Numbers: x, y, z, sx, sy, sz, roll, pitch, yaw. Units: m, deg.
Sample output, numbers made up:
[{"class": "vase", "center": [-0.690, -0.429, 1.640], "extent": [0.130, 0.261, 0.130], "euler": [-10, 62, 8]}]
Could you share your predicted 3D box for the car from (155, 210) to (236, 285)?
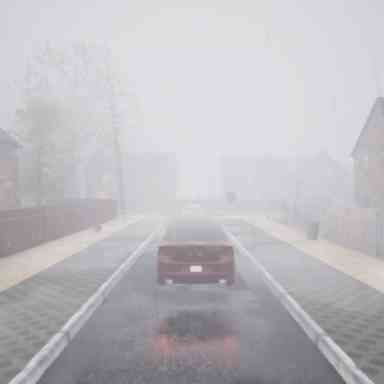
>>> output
[{"class": "car", "center": [0.080, 1.496, 9.565], "extent": [1.882, 1.535, 5.008], "euler": [0, 0, 0]}]

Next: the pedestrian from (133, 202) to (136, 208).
[{"class": "pedestrian", "center": [-6.798, 1.430, 39.189], "extent": [0.375, 1.860, 0.375], "euler": [0, -1, 1]}]

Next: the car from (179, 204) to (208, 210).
[{"class": "car", "center": [0.096, 1.568, 22.719], "extent": [1.812, 1.442, 4.674], "euler": [0, 0, 2]}]
